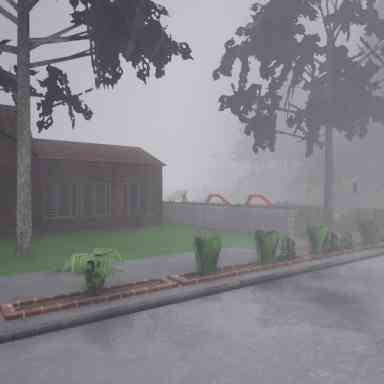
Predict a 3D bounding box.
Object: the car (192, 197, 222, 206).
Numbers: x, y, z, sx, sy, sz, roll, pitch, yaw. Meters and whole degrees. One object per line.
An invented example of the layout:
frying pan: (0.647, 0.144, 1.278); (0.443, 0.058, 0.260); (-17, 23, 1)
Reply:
car: (2.335, 1.547, 54.438); (2.033, 1.411, 5.357); (0, 0, -36)

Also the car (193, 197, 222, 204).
car: (2.251, 1.601, 47.539); (1.895, 1.301, 4.718); (0, 0, -35)

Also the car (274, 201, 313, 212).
car: (10.550, 1.601, 35.904); (1.895, 1.301, 4.718); (0, 0, -36)
